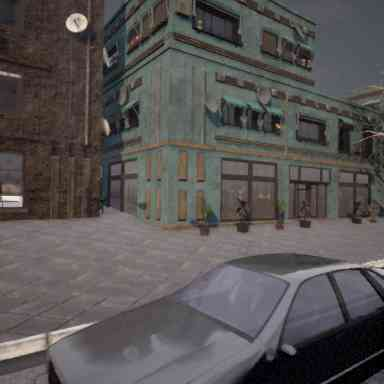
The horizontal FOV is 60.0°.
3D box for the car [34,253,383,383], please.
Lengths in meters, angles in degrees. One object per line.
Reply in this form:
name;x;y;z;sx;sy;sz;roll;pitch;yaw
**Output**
car;1.089;1.550;4.122;5.357;1.411;2.033;0;0;-35
